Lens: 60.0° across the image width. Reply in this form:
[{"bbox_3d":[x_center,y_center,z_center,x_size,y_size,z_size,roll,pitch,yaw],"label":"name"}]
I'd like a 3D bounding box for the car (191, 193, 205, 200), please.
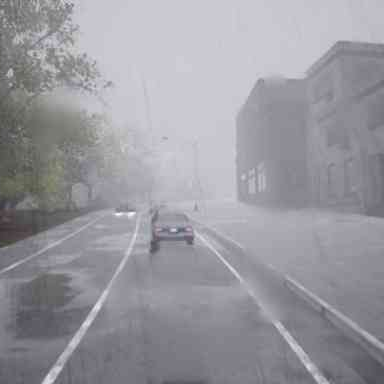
[{"bbox_3d":[1.367,1.062,75.635,1.837,1.490,4.892,-3,-1,27],"label":"car"}]

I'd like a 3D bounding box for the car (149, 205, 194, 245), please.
[{"bbox_3d":[-1.023,1.543,15.549,2.033,1.411,5.357,0,0,-7],"label":"car"}]

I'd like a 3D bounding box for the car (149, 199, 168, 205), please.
[{"bbox_3d":[-3.451,1.446,34.390,2.033,1.411,5.357,0,0,-6],"label":"car"}]

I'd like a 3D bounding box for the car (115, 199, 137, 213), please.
[{"bbox_3d":[-6.896,1.436,35.263,1.994,1.385,4.181,0,0,-5],"label":"car"}]
